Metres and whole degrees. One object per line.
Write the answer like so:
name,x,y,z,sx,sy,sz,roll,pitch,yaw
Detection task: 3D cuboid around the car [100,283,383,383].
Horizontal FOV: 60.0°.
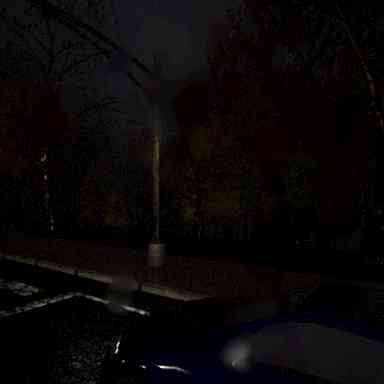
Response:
car,1.127,1.564,2.879,4.181,1.385,1.994,0,0,35
